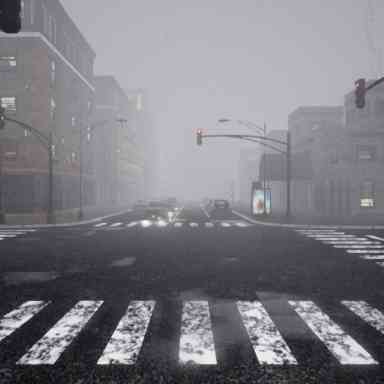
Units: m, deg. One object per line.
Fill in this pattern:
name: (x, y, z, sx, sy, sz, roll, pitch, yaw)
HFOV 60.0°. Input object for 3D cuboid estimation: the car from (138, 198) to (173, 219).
car: (-3.084, 1.552, 29.275, 2.033, 1.411, 5.357, 0, 0, 0)

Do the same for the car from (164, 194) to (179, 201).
car: (-3.060, 1.526, 50.811, 1.837, 1.490, 4.892, 0, 0, 0)

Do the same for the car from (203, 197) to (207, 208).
car: (2.710, 1.597, 43.233, 1.802, 1.307, 4.206, 0, 0, 0)

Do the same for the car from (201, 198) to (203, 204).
car: (2.714, 1.571, 48.930, 2.008, 1.369, 4.403, 0, 0, 0)

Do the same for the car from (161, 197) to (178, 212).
car: (-3.080, 1.576, 39.280, 1.994, 1.385, 4.181, 0, 0, -1)

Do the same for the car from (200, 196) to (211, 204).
car: (2.724, 1.591, 66.020, 2.008, 1.369, 4.403, -1, 0, 0)

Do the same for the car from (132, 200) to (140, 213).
car: (-5.674, 1.561, 37.529, 2.008, 1.369, 4.403, 0, 0, 0)

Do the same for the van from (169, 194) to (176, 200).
van: (-5.642, 1.430, 94.496, 1.690, 1.788, 3.998, -1, 0, 0)

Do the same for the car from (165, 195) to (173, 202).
car: (-5.647, 1.592, 82.932, 1.752, 1.417, 4.829, -1, 0, 0)

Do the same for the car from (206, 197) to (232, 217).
car: (2.703, 1.446, 31.839, 1.967, 1.590, 4.097, 0, 0, 0)

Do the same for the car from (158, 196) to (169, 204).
car: (-5.657, 1.565, 65.843, 1.752, 1.417, 4.829, 0, 0, 0)

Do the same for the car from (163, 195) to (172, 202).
car: (-5.652, 1.497, 77.405, 1.967, 1.590, 4.097, 0, 0, 0)
